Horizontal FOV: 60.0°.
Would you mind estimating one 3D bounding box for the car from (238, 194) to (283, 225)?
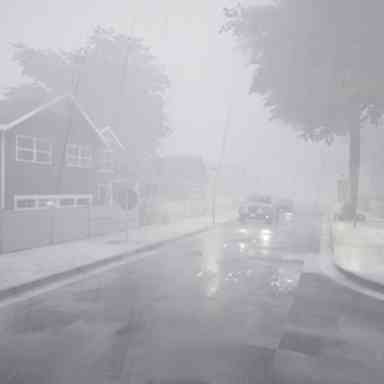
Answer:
[{"bbox_3d":[4.979,1.178,24.240,2.150,2.045,5.566,1,0,22],"label":"car"}]

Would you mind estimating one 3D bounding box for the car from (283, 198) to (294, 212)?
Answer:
[{"bbox_3d":[10.370,1.411,37.570,1.882,1.535,5.008,1,0,22],"label":"car"}]
